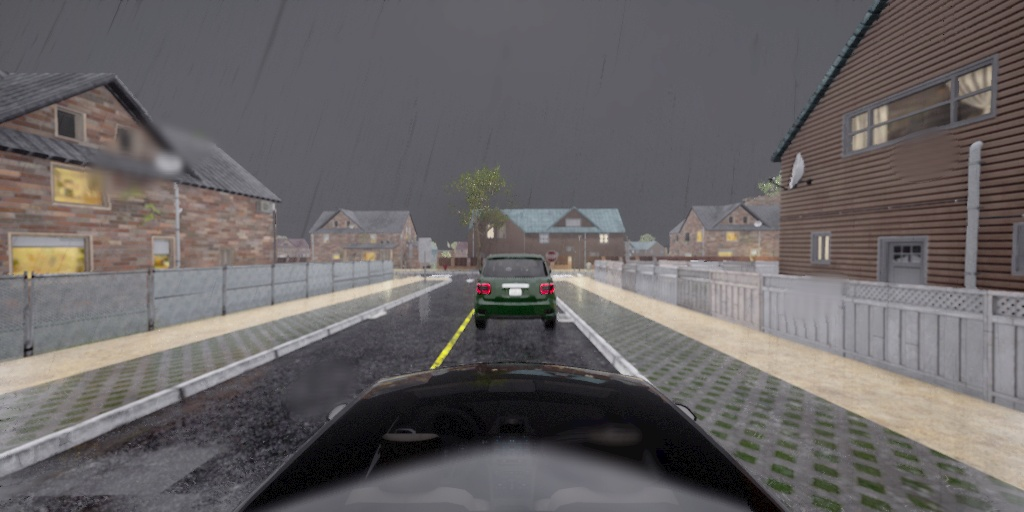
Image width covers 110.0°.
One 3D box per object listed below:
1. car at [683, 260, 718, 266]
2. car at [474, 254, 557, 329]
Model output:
[{"bbox_3d":[17.656,1.136,35.339,4.902,1.511,2.128,0,1,2],"label":"car"},{"bbox_3d":[0.100,0.951,11.271,2.150,2.045,5.566,0,0,0],"label":"car"}]
